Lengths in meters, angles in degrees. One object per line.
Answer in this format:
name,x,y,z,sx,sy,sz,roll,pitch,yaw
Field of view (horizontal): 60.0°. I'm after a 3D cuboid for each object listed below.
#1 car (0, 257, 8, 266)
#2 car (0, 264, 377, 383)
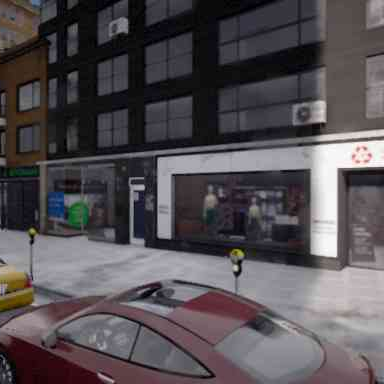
car,-5.100,1.596,6.723,4.829,1.417,1.752,-1,0,36
car,-0.416,1.601,3.377,4.206,1.307,1.802,-1,0,36
